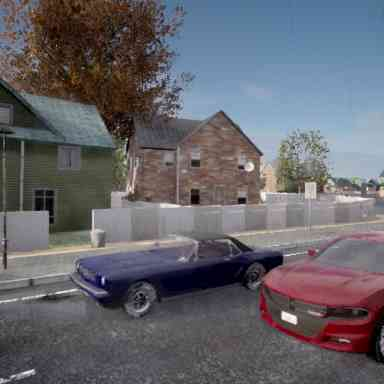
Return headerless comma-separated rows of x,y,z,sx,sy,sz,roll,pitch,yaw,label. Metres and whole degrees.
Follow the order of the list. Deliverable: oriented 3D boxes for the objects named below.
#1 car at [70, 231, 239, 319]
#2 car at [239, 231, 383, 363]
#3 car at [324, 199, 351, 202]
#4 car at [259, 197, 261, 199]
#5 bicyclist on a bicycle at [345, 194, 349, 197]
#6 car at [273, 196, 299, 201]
-0.170,1.603,7.510,4.718,1.301,1.895,0,0,-35,car
3.399,1.481,6.028,5.008,1.535,1.882,0,0,-35,car
16.237,1.190,36.845,1.837,1.490,4.892,1,1,-20,car
9.617,0.978,55.496,1.895,1.301,4.718,1,0,-19,car
20.153,1.035,43.350,1.656,1.620,0.582,1,0,-20,bicyclist on a bicycle
12.924,1.009,46.171,1.882,1.535,5.008,1,0,-20,car
